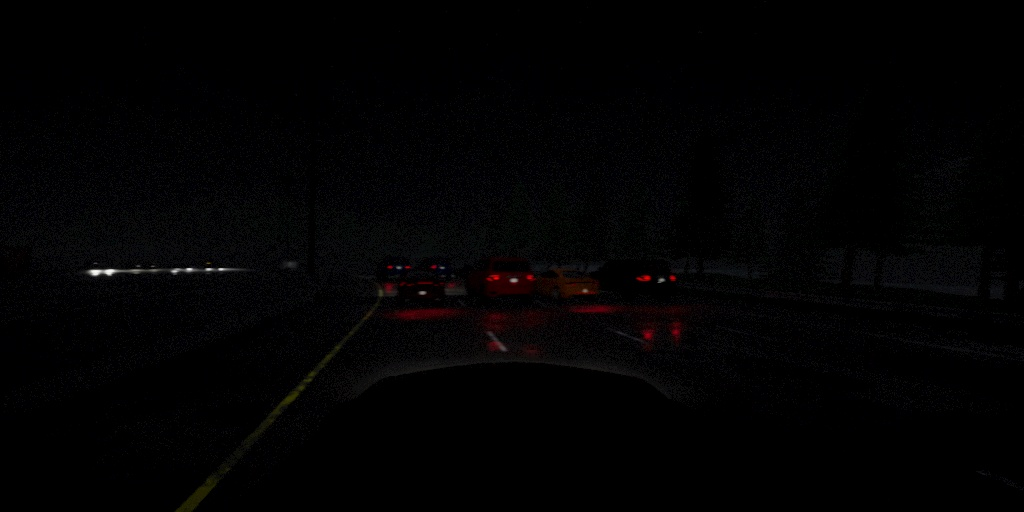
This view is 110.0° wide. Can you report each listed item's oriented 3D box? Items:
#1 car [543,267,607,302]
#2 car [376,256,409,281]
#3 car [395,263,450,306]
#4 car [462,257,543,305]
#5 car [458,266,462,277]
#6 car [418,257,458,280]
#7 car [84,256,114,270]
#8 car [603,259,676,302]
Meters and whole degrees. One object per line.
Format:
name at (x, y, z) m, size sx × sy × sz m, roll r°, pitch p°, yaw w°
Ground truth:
car at (2.500, 1.379, 18.256) m, size 1.882 × 1.535 × 5.008 m, roll 1°, pitch 0°, yaw -17°
car at (-10.174, 1.018, 30.631) m, size 2.150 × 2.045 × 5.566 m, roll 1°, pitch 0°, yaw -28°
car at (-4.206, 1.267, 16.254) m, size 1.882 × 1.535 × 5.008 m, roll 1°, pitch 0°, yaw -18°
car at (-0.695, 1.061, 16.815) m, size 2.150 × 2.045 × 5.566 m, roll 1°, pitch 0°, yaw -17°
car at (-4.057, 1.516, 34.013) m, size 1.895 × 1.301 × 4.718 m, roll 1°, pitch 0°, yaw -28°
car at (-7.083, 1.075, 32.272) m, size 2.150 × 2.045 × 5.566 m, roll 1°, pitch 0°, yaw -28°
car at (-48.823, 0.810, 42.360) m, size 4.902 × 1.511 × 2.128 m, roll 0°, pitch -1°, yaw 33°
car at (6.009, 1.174, 18.824) m, size 2.150 × 2.045 × 5.566 m, roll 1°, pitch 0°, yaw -17°
